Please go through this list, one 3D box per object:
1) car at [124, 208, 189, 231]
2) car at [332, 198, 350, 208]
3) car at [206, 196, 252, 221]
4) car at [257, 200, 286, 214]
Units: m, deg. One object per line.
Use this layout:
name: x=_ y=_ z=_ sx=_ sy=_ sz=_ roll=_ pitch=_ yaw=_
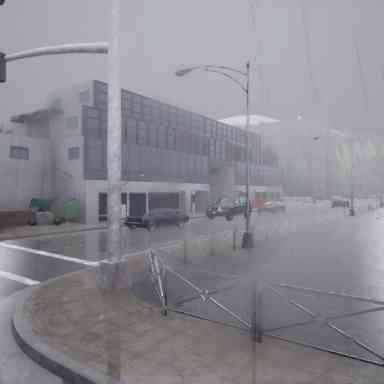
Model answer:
car: x=-2.265 y=1.777 z=22.128 sx=1.895 sy=1.301 sz=4.718 roll=0 pitch=0 yaw=36
car: x=22.774 y=1.681 z=50.861 sx=1.837 sy=1.490 sz=4.892 roll=0 pitch=0 yaw=36
car: x=3.467 y=1.398 z=30.157 sx=2.150 sy=2.045 sz=5.566 roll=0 pitch=0 yaw=36
car: x=9.243 y=1.702 z=38.229 sx=1.812 sy=1.442 sz=4.674 roll=0 pitch=0 yaw=36
